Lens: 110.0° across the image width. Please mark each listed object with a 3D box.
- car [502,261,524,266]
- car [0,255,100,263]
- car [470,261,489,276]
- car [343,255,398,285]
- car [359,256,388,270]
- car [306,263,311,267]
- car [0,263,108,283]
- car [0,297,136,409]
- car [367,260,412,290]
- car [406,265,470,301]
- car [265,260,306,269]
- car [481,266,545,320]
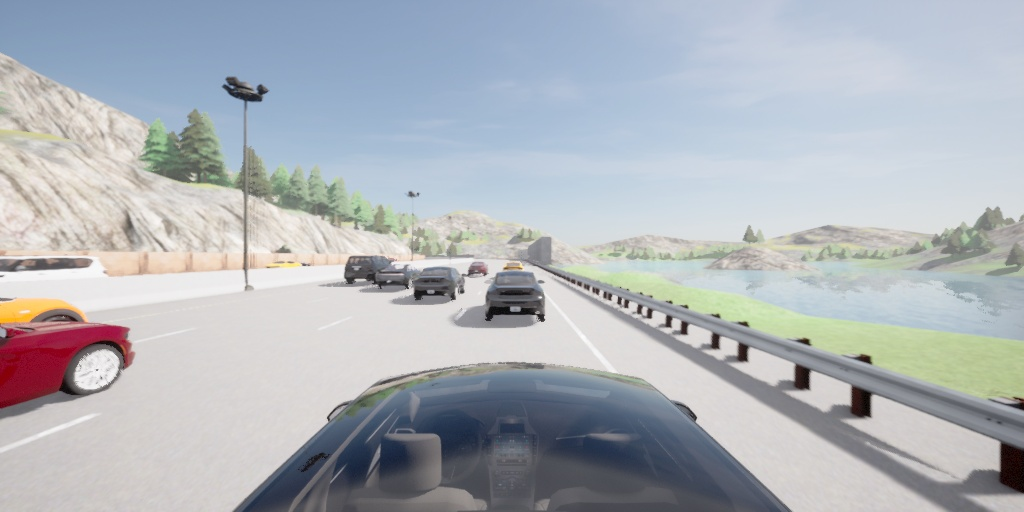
[{"bbox_3d":[0.095,1.228,32.375,1.882,1.535,5.008,0,0,0],"label":"car"},{"bbox_3d":[-21.103,0.976,15.411,2.150,2.045,5.566,0,0,0],"label":"car"},{"bbox_3d":[-3.405,1.276,36.545,1.812,1.442,4.674,0,0,0],"label":"car"},{"bbox_3d":[-10.403,0.973,26.656,2.150,2.045,5.566,0,0,0],"label":"car"},{"bbox_3d":[-21.063,0.972,54.844,2.150,2.045,5.566,0,0,1],"label":"car"},{"bbox_3d":[-31.554,1.355,52.270,1.895,1.301,4.718,0,0,1],"label":"car"},{"bbox_3d":[-10.406,1.103,5.983,2.097,1.767,4.553,0,0,0],"label":"car"},{"bbox_3d":[-6.906,1.228,3.569,1.882,1.535,5.008,0,0,0],"label":"car"},{"bbox_3d":[-6.904,1.242,22.568,2.128,1.511,4.902,0,0,0],"label":"car"},{"bbox_3d":[-3.403,1.255,17.465,1.837,1.490,4.892,0,0,0],"label":"car"},{"bbox_3d":[-28.082,1.231,44.053,1.882,1.535,5.008,0,0,0],"label":"car"},{"bbox_3d":[0.098,1.255,12.559,1.837,1.490,4.892,0,0,0],"label":"car"}]
